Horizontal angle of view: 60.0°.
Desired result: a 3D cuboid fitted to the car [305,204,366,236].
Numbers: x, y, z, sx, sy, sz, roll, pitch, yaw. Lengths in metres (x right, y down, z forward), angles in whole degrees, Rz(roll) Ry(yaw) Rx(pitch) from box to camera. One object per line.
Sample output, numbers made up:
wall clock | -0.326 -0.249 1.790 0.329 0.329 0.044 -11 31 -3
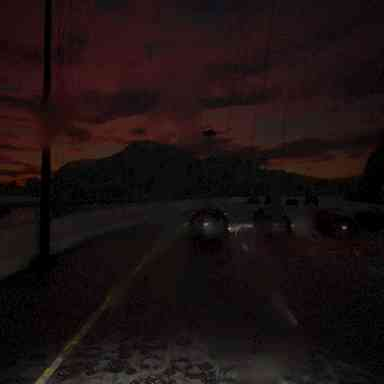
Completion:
car | 8.113 1.649 19.416 1.812 1.442 4.674 1 0 7

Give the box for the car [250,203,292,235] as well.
car | 4.599 1.598 19.415 1.812 1.442 4.674 1 0 6

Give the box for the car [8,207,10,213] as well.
car | -16.017 1.385 25.036 1.895 1.301 4.718 1 0 7

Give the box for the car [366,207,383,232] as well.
car | 11.839 1.670 21.151 2.128 1.511 4.902 1 0 7

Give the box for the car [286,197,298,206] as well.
car | 19.038 1.771 63.120 1.882 1.535 5.008 0 0 22

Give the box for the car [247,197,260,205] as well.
car | 11.968 1.696 64.282 1.837 1.490 4.892 0 0 22

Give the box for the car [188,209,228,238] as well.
car | 0.936 1.582 17.785 1.994 1.385 4.181 1 0 6

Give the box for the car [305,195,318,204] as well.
car | 22.376 1.564 62.321 2.150 2.045 5.566 0 0 23

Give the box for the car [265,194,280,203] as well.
car | 15.455 1.464 63.856 2.150 2.045 5.566 0 0 22
